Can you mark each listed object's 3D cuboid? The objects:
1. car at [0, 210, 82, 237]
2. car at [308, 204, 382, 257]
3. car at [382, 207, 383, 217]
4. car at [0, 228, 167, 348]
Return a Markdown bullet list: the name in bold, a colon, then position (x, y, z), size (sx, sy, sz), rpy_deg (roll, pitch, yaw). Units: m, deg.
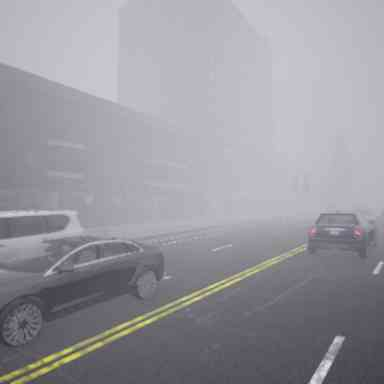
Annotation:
- **car**: position (-5.359, 1.539, 8.639), size (2.150, 2.045, 5.566), rpy_deg (-2, -2, 35)
- **car**: position (6.490, 1.555, 14.103), size (2.097, 1.767, 4.553), rpy_deg (-2, -2, 34)
- **car**: position (22.782, 2.103, 37.975), size (1.812, 1.442, 4.674), rpy_deg (-2, -2, 34)
- **car**: position (-2.558, 1.714, 6.948), size (2.128, 1.511, 4.902), rpy_deg (-2, -2, 34)
